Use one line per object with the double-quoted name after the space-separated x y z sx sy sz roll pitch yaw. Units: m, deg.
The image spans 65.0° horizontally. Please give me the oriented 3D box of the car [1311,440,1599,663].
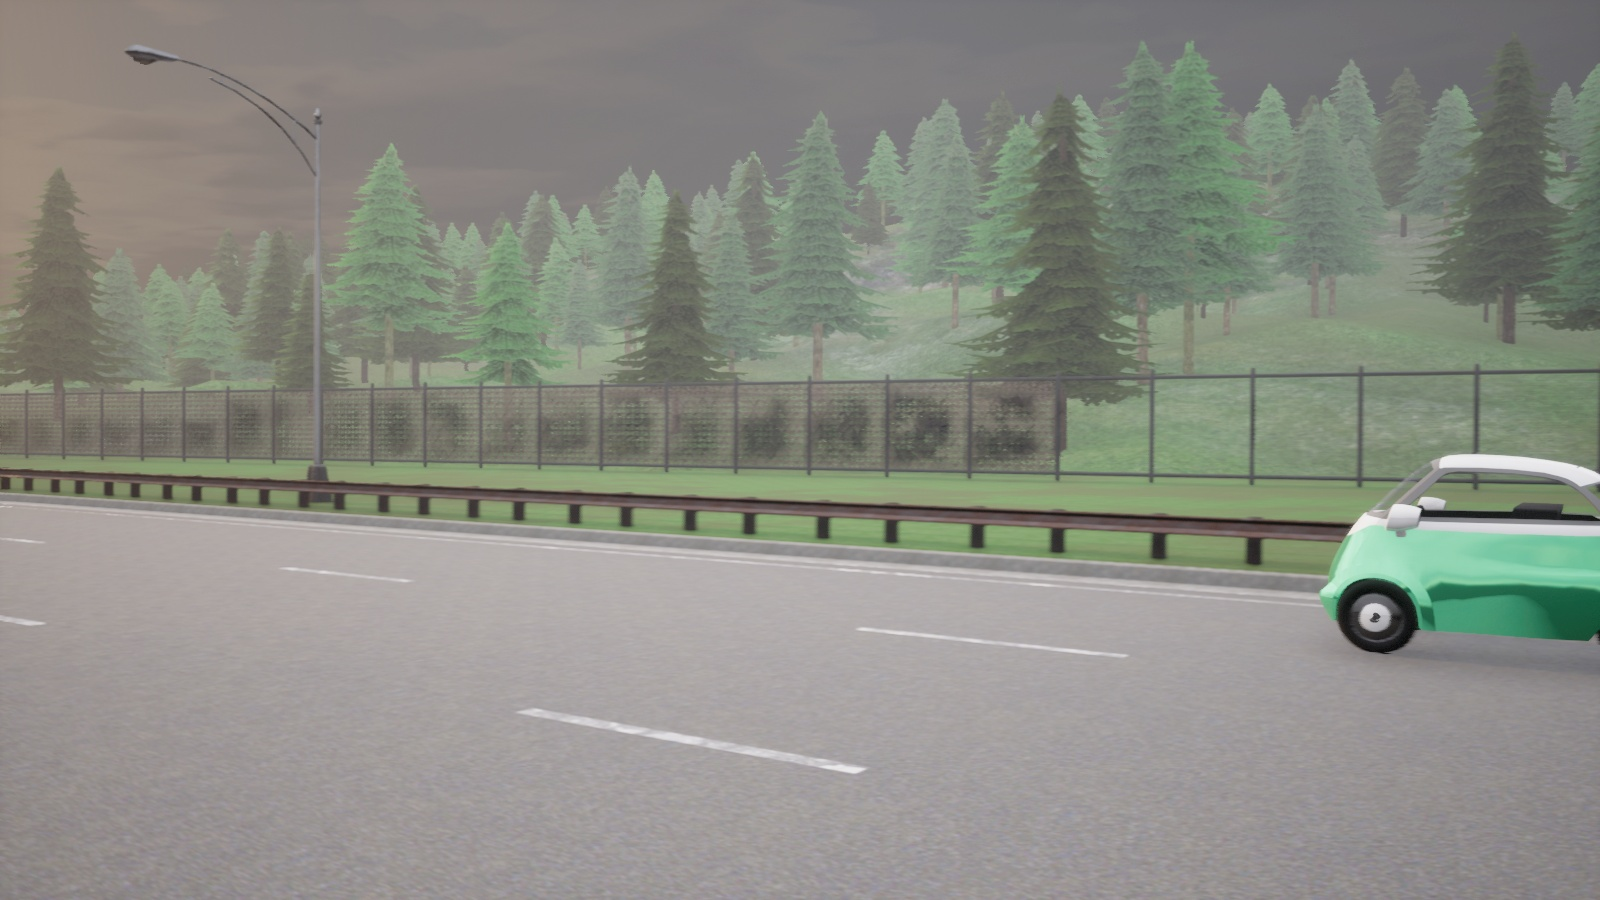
4.900 0.624 8.772 2.207 1.376 1.481 0 1 34 "car"
